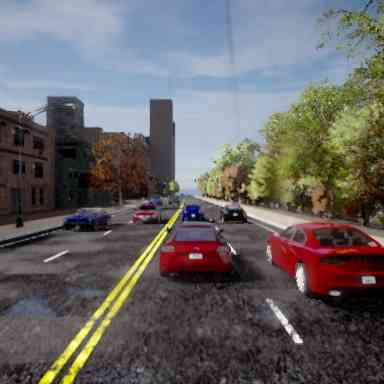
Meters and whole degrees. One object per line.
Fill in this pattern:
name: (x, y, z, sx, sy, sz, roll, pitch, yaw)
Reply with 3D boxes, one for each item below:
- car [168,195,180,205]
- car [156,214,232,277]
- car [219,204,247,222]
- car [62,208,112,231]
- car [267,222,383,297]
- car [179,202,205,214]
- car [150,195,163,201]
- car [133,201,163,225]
car: (-3.577, 1.557, 67.399, 2.150, 2.045, 5.566, 0, 0, -1)
car: (0.096, 1.619, 10.477, 1.994, 1.385, 4.181, 0, 0, 0)
car: (3.340, 1.707, 27.556, 1.994, 1.385, 4.181, 0, 0, 0)
car: (-6.608, 1.712, 21.420, 1.895, 1.301, 4.718, 0, 0, 0)
car: (3.335, 1.524, 8.768, 1.882, 1.535, 5.008, 0, 0, 0)
car: (0.089, 1.671, 28.055, 1.812, 1.442, 4.674, 0, 0, 0)
car: (-6.768, 1.576, 63.340, 2.150, 2.045, 5.566, 0, 0, -1)
car: (-3.357, 1.659, 25.688, 1.812, 1.442, 4.674, 0, 0, 0)
